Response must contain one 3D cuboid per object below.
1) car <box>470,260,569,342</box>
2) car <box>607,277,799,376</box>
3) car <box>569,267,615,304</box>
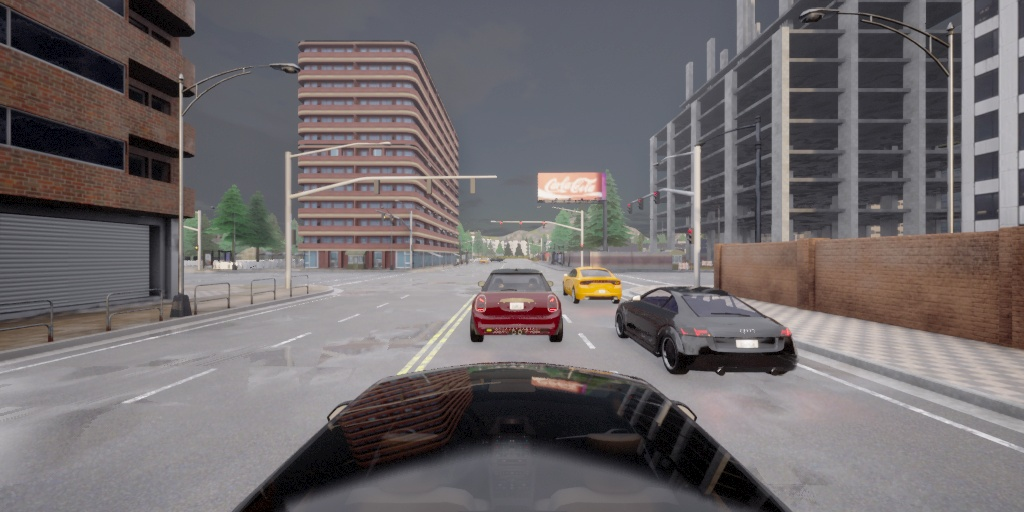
[{"bbox_3d":[0.104,1.102,9.904,2.097,1.767,4.553,0,0,0],"label":"car"},{"bbox_3d":[3.601,1.314,7.498,1.994,1.385,4.181,0,0,0],"label":"car"},{"bbox_3d":[3.505,1.228,16.431,1.882,1.535,5.008,0,0,0],"label":"car"}]
